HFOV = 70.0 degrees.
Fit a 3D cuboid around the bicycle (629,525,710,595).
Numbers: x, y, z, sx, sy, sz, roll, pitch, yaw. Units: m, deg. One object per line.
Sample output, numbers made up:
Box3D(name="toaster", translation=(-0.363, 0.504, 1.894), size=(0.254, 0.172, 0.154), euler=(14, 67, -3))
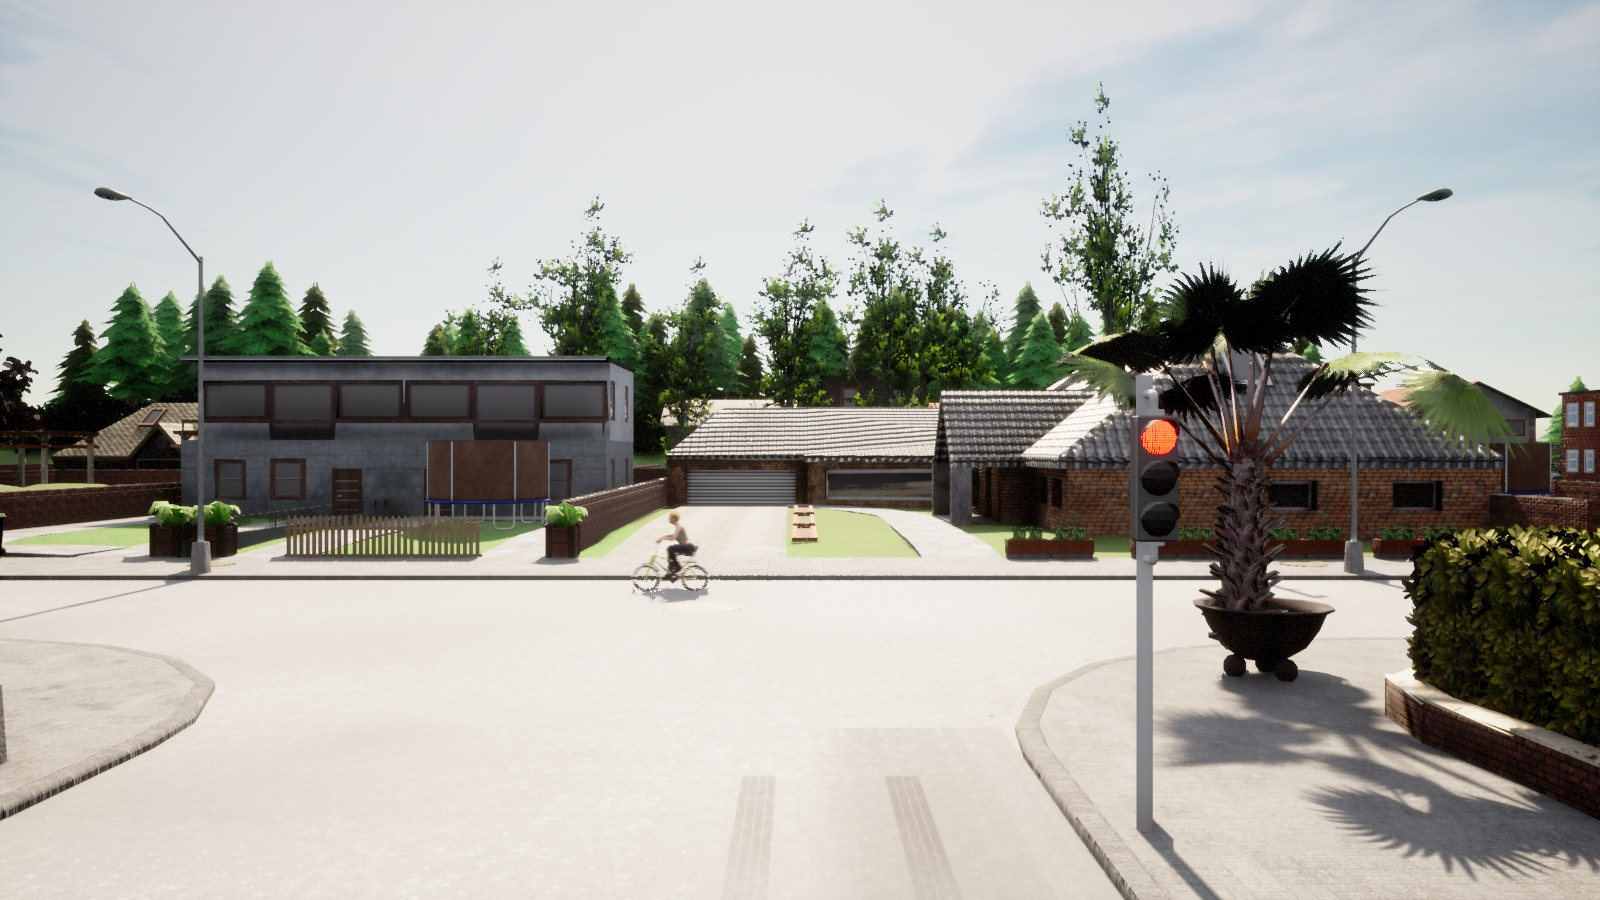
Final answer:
Box3D(name="bicycle", translation=(-2.545, 2.149, 22.443), size=(1.487, 1.276, 0.859), euler=(0, 0, 0))
